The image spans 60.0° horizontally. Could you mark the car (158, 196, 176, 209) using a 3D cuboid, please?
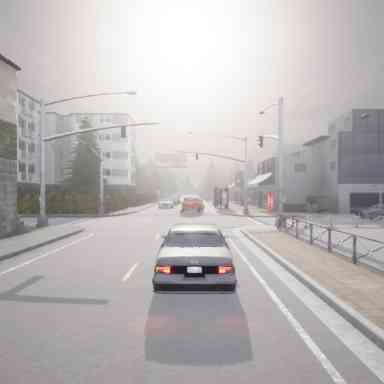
[{"bbox_3d":[-3.534,1.526,45.830,1.812,1.442,4.674,0,0,0],"label":"car"}]

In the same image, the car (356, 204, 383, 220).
[{"bbox_3d":[16.756,1.740,29.296,4.181,1.385,1.994,0,0,0],"label":"car"}]

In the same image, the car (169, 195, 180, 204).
[{"bbox_3d":[-3.440,1.478,65.975,1.882,1.535,5.008,0,0,0],"label":"car"}]

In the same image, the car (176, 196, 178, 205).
[{"bbox_3d":[-3.508,1.505,55.834,1.837,1.490,4.892,0,0,0],"label":"car"}]

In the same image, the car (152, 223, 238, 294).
[{"bbox_3d":[0.072,1.547,8.922,2.033,1.411,5.357,0,0,1],"label":"car"}]

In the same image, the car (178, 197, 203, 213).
[{"bbox_3d":[0.048,1.343,37.614,2.097,1.767,4.553,0,0,6],"label":"car"}]
